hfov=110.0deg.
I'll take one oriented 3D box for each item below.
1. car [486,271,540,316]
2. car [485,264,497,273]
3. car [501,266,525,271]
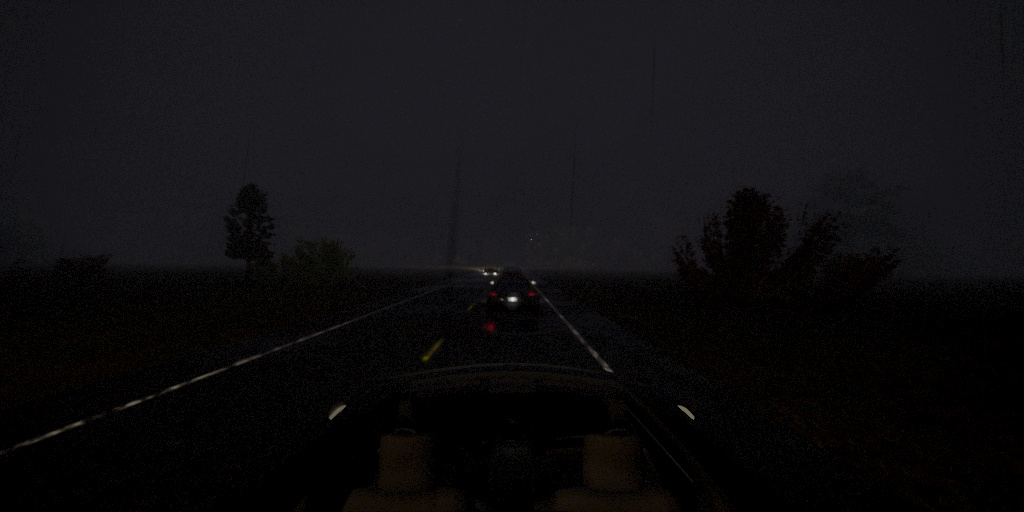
[{"bbox_3d":[0.050,1.487,14.335,1.994,1.385,4.181,0,-1,1],"label":"car"},{"bbox_3d":[-3.540,2.041,60.471,1.882,1.535,5.008,0,-1,1],"label":"car"},{"bbox_3d":[0.057,1.620,30.296,1.882,1.535,5.008,0,0,1],"label":"car"}]
